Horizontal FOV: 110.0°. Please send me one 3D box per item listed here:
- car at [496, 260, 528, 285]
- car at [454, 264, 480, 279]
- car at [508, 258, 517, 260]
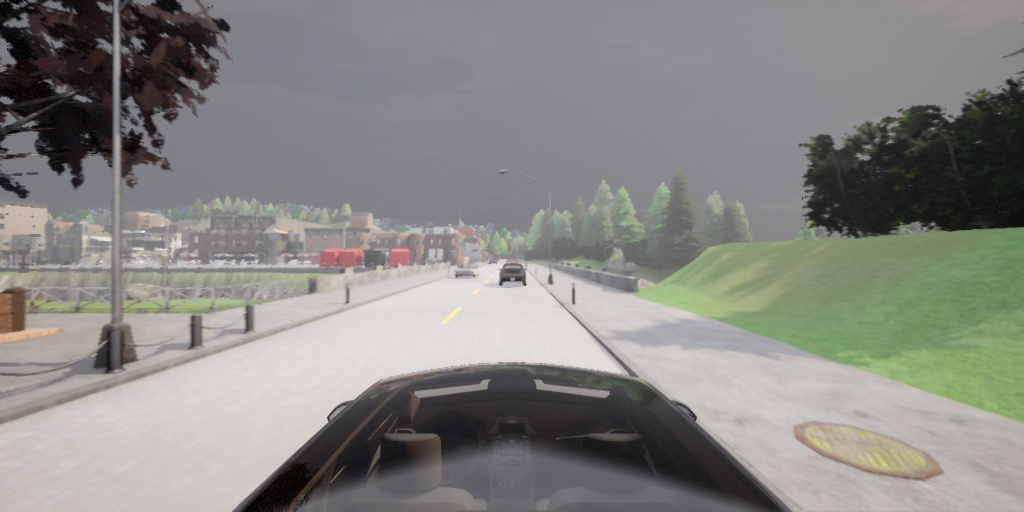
[{"bbox_3d":[0.061,1.281,26.215,1.837,1.490,4.892,0,0,0],"label":"car"},{"bbox_3d":[-4.072,1.379,32.966,1.895,1.301,4.718,0,0,0],"label":"car"},{"bbox_3d":[0.075,1.149,54.588,2.097,1.767,4.553,0,0,0],"label":"car"}]
